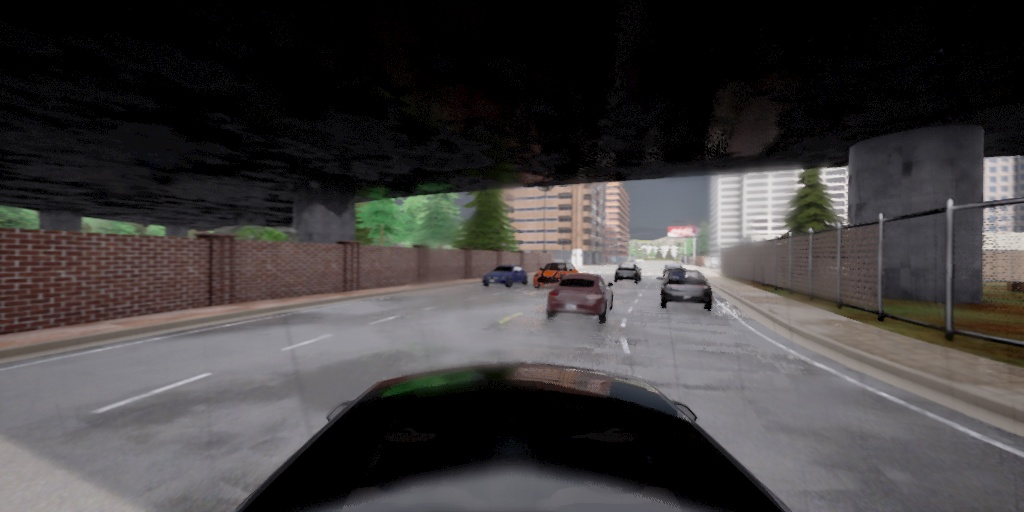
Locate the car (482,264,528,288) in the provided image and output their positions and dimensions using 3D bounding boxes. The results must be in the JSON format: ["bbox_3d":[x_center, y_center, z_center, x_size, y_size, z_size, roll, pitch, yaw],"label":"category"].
[{"bbox_3d":[-0.342,1.312,24.610,1.812,1.442,4.674,1,0,23],"label":"car"}]

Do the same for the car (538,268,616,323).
[{"bbox_3d":[2.471,1.325,12.505,1.812,1.442,4.674,1,0,19],"label":"car"}]

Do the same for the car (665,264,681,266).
[{"bbox_3d":[14.312,1.486,31.839,1.837,1.490,4.892,1,0,23],"label":"car"}]

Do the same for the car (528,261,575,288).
[{"bbox_3d":[2.982,1.187,23.471,2.097,1.767,4.553,1,0,23],"label":"car"}]

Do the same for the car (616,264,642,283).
[{"bbox_3d":[9.746,1.412,30.067,2.128,1.511,4.902,1,0,23],"label":"car"}]

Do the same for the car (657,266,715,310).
[{"bbox_3d":[7.400,1.357,15.530,2.128,1.511,4.902,1,0,22],"label":"car"}]
